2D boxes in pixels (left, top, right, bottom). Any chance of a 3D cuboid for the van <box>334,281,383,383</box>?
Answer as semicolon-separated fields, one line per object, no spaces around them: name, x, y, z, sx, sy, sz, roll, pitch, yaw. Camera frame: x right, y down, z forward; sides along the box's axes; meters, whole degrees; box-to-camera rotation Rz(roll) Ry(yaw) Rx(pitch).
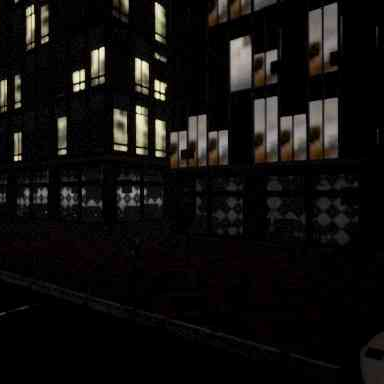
van;2.538;1.341;1.073;3.998;1.788;1.690;0;0;35
